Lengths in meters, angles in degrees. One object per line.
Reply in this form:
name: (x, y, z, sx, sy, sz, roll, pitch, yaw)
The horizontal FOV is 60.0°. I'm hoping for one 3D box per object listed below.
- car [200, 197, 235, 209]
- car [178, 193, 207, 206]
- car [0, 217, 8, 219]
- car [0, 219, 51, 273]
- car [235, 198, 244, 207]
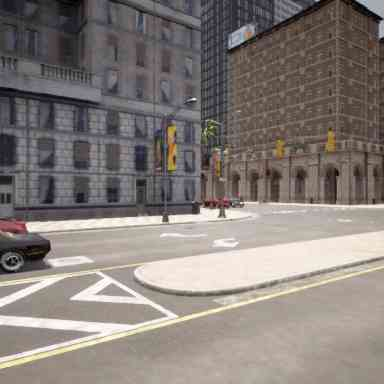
car: (3.189, 1.477, 46.375, 1.882, 1.535, 5.008, 0, 0, -35)
car: (-0.024, 1.221, 57.104, 2.150, 2.045, 5.566, 0, 0, -34)
car: (-8.515, 1.526, 12.063, 4.674, 1.442, 1.812, 0, 0, -35)
car: (-6.569, 1.601, 9.158, 4.718, 1.301, 1.895, 0, 0, -35)
car: (5.618, 1.491, 49.006, 2.128, 1.511, 4.902, 0, 0, -35)
